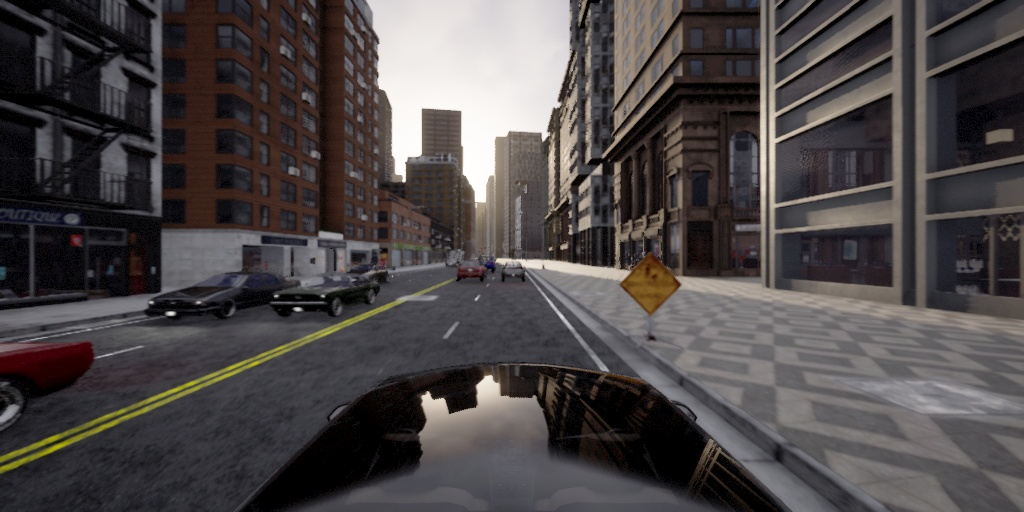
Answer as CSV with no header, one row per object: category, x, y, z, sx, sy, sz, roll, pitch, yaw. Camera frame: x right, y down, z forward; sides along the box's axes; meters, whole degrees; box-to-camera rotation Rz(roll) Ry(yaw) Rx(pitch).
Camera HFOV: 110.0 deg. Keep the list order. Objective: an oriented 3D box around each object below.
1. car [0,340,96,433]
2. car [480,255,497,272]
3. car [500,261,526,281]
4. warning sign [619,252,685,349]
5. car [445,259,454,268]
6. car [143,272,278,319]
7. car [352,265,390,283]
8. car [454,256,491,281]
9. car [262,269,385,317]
car,-6.598,1.350,2.583,1.895,1.301,4.718,0,0,0
car,-3.156,0.920,45.194,2.150,2.045,5.566,0,0,0
car,0.098,1.205,28.872,2.128,1.511,4.902,0,0,0
warning sign,2.849,0.857,7.400,1.300,1.860,1.060,0,0,0
car,-9.792,1.175,59.445,2.128,1.511,4.902,0,0,1
car,-9.844,1.282,13.026,2.033,1.411,5.357,0,0,1
car,-9.797,1.283,24.265,1.994,1.385,4.181,0,0,1
car,-3.154,1.064,29.230,2.097,1.767,4.553,0,0,0
car,-6.592,1.335,13.259,1.895,1.301,4.718,0,0,0
